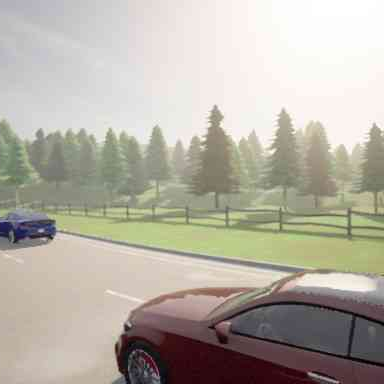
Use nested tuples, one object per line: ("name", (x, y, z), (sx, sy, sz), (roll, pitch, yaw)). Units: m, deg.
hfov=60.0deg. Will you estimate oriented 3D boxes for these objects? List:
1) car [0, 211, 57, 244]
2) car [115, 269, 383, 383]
("car", (-8.881, 1.707, 17.375), (5.008, 1.535, 1.882), (-1, -1, 44))
("car", (1.264, 1.541, 3.291), (4.674, 1.442, 1.812), (-1, -1, 37))
